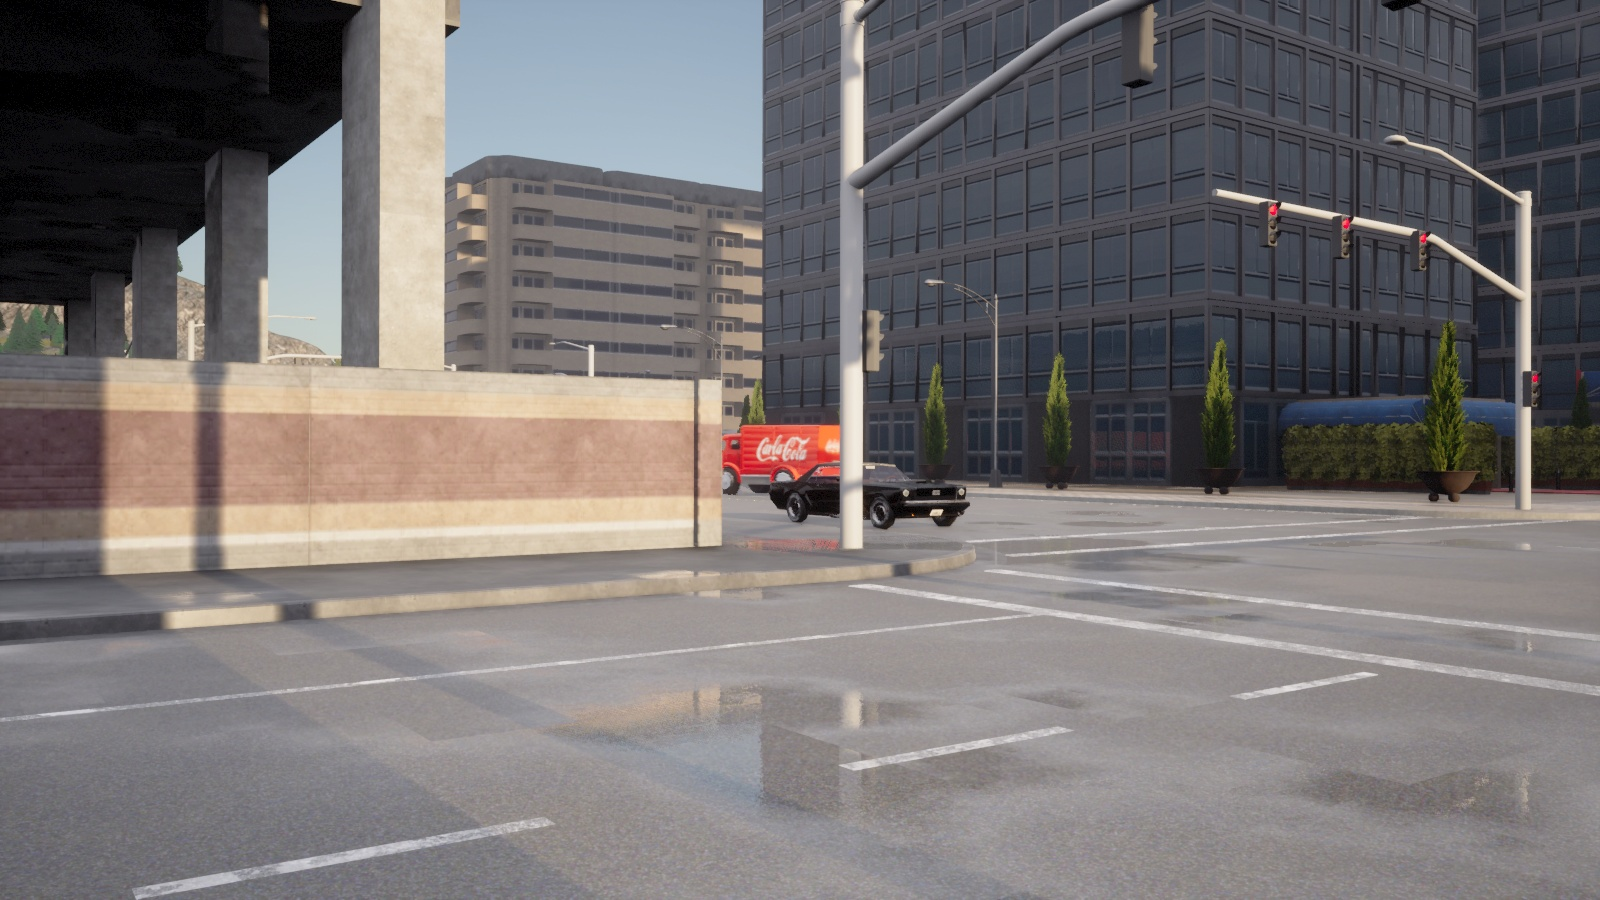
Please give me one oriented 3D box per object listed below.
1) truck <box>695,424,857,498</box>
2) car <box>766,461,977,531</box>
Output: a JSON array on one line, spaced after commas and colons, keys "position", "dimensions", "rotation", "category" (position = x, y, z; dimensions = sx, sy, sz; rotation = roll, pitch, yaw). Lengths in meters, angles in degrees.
[{"position": [-0.884, 0.368, 44.323], "dimensions": [5.204, 2.467, 2.627], "rotation": [0, 0, 37], "category": "truck"}, {"position": [1.379, 0.907, 26.381], "dimensions": [1.895, 1.301, 4.718], "rotation": [0, 0, -35], "category": "car"}]
